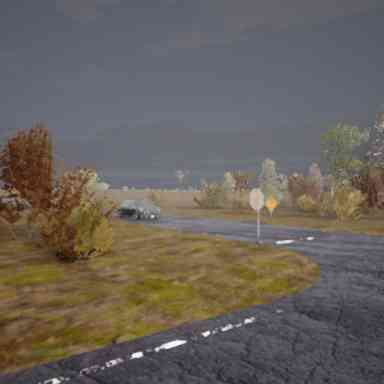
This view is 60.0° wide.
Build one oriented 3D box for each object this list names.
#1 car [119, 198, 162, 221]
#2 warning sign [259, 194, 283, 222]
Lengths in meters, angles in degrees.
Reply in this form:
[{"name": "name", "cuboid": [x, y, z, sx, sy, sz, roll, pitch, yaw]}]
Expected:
[{"name": "car", "cuboid": [-4.327, 1.334, 27.385, 2.097, 1.767, 4.553, 0, 0, -36]}, {"name": "warning sign", "cuboid": [5.564, 1.090, 23.445, 1.300, 1.860, 1.060, 0, 0, -36]}]
